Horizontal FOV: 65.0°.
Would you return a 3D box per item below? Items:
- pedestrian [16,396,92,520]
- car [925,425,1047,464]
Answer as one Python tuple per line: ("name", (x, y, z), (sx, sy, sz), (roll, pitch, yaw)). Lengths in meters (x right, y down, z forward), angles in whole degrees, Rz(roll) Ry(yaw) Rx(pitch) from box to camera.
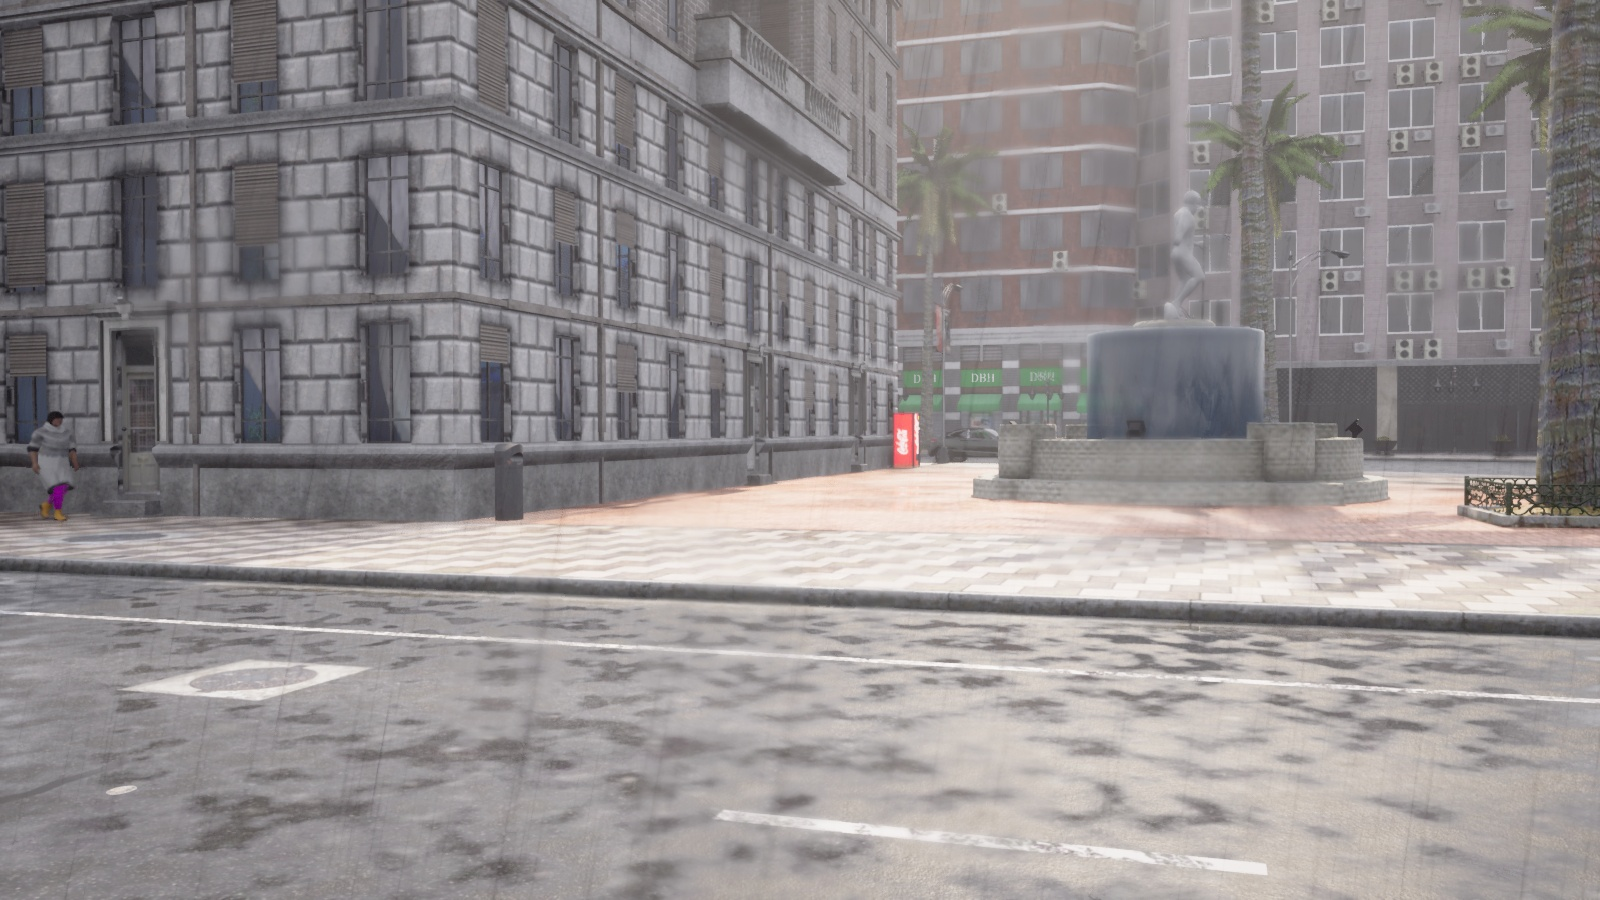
("pedestrian", (-12.043, 0.113, 20.286), (0.873, 1.952, 0.659), (1, 1, 24))
("car", (8.362, -0.269, 56.570), (5.027, 1.651, 2.152), (1, 1, 28))
